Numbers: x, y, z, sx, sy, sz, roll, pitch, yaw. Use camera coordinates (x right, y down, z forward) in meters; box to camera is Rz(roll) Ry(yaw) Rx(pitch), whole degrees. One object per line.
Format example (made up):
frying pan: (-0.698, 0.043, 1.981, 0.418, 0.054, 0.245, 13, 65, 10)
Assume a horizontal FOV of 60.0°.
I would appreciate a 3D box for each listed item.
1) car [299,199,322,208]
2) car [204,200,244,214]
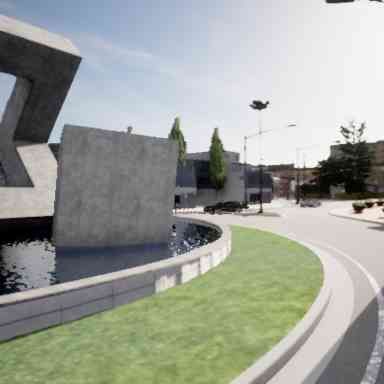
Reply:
car: (18.354, 1.735, 51.501, 1.895, 1.301, 4.718, -1, -1, 41)
car: (3.689, 1.736, 38.473, 4.892, 1.490, 1.837, -1, 1, -28)
